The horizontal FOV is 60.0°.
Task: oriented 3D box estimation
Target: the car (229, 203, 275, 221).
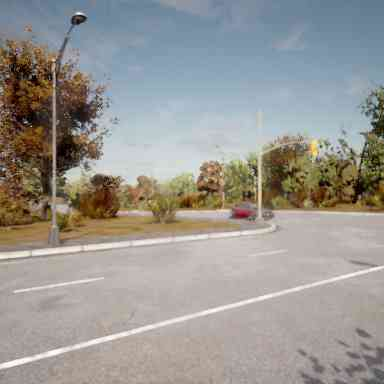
[{"bbox_3d":[5.045,1.666,28.438,1.994,1.385,4.181,0,-1,-33],"label":"car"}]
